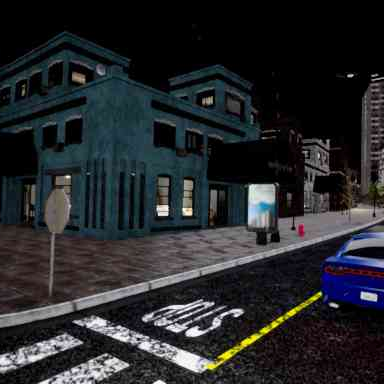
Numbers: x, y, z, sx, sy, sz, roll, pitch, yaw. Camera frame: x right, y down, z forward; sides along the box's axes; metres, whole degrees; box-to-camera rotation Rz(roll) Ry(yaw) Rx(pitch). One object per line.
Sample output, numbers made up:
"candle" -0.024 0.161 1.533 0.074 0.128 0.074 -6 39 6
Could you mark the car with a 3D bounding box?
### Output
"car" 4.480 1.647 7.443 1.882 1.535 5.008 0 -2 39
